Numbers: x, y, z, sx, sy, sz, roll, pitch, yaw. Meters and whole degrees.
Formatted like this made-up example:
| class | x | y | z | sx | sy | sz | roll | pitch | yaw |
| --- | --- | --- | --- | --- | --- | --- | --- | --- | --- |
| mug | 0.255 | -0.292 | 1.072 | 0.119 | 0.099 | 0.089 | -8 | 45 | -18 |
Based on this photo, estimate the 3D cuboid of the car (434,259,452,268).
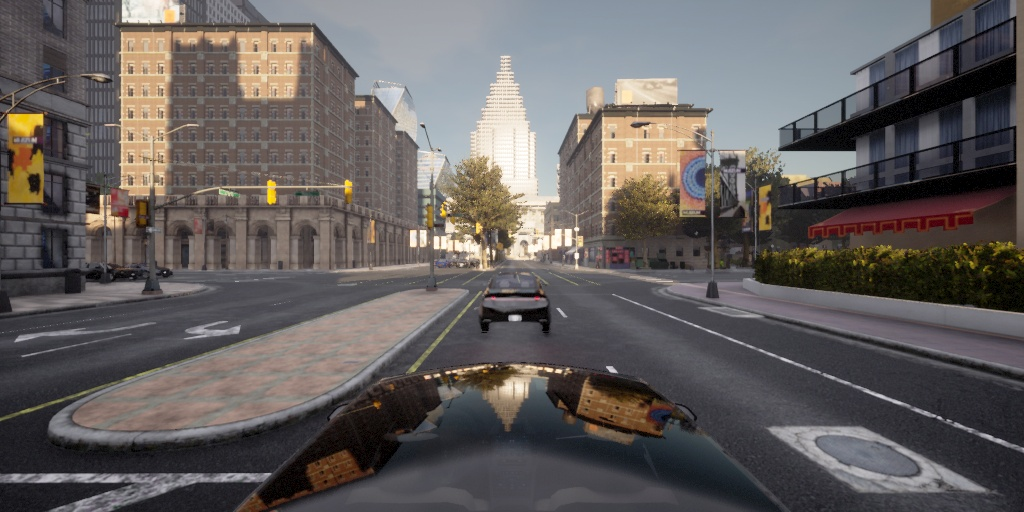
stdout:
| class | x | y | z | sx | sy | sz | roll | pitch | yaw |
| --- | --- | --- | --- | --- | --- | --- | --- | --- | --- |
| car | -11.548 | 1.249 | 59.983 | 1.882 | 1.535 | 5.008 | 0 | 0 | 0 |

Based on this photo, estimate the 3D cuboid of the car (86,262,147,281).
| class | x | y | z | sx | sy | sz | roll | pitch | yaw |
| --- | --- | --- | --- | --- | --- | --- | --- | --- | --- |
| car | -33.345 | 1.237 | 29.176 | 5.008 | 1.535 | 1.882 | 0 | 0 | 0 |

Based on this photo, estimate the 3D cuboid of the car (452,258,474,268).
| class | x | y | z | sx | sy | sz | roll | pitch | yaw |
| --- | --- | --- | --- | --- | --- | --- | --- | --- | --- |
| car | -8.051 | 1.262 | 59.568 | 2.128 | 1.511 | 4.902 | 0 | 0 | 0 |

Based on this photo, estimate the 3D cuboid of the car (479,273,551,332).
| class | x | y | z | sx | sy | sz | roll | pitch | yaw |
| --- | --- | --- | --- | --- | --- | --- | --- | --- | --- |
| car | 0.084 | 1.246 | 10.862 | 2.128 | 1.511 | 4.902 | 0 | 0 | 0 |

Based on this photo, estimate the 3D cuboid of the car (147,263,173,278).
| class | x | y | z | sx | sy | sz | roll | pitch | yaw |
| --- | --- | --- | --- | --- | --- | --- | --- | --- | --- |
| car | -33.632 | 1.325 | 32.668 | 4.181 | 1.385 | 1.994 | 0 | 0 | -1 |
